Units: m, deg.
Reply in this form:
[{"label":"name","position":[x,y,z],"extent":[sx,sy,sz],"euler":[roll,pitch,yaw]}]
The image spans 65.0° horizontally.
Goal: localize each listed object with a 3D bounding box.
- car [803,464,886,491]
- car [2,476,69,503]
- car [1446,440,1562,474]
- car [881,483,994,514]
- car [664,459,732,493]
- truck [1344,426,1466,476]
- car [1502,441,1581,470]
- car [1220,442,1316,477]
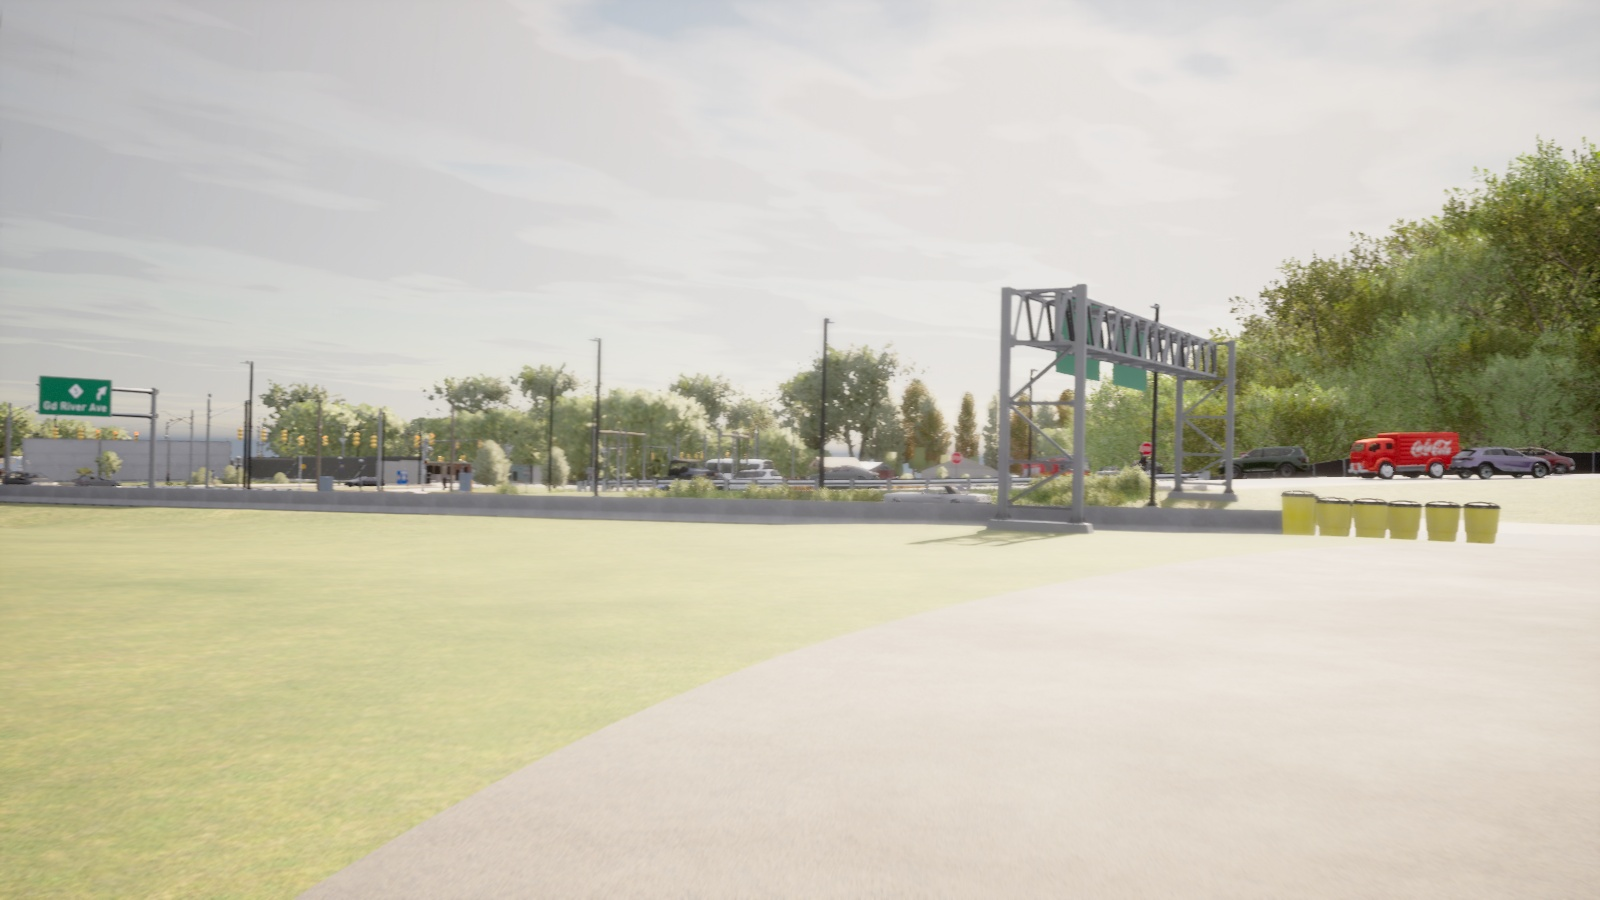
[{"label":"car","position":[2.513,1.537,70.438],"extent":[4.181,1.385,1.994],"euler":[-2,-2,23]},{"label":"car","position":[-48.016,2.459,78.873],"extent":[3.988,1.617,1.851],"euler":[-1,-1,29]},{"label":"car","position":[36.109,0.367,64.473],"extent":[4.856,1.649,2.033],"euler":[-1,-1,-6]},{"label":"car","position":[6.236,2.167,56.948],"extent":[4.718,1.301,1.895],"euler":[-1,-1,29]},{"label":"car","position":[-5.884,1.504,72.198],"extent":[1.905,1.878,3.866],"euler":[1,-3,-41]},{"label":"truck","position":[32.468,0.064,67.493],"extent":[5.204,2.467,2.627],"euler":[-2,0,-5]},{"label":"car","position":[41.879,0.307,70.962],"extent":[3.705,1.549,1.789],"euler":[-2,-1,35]},{"label":"car","position":[30.542,0.614,82.015],"extent":[5.566,2.045,2.150],"euler":[-3,-2,29]}]
